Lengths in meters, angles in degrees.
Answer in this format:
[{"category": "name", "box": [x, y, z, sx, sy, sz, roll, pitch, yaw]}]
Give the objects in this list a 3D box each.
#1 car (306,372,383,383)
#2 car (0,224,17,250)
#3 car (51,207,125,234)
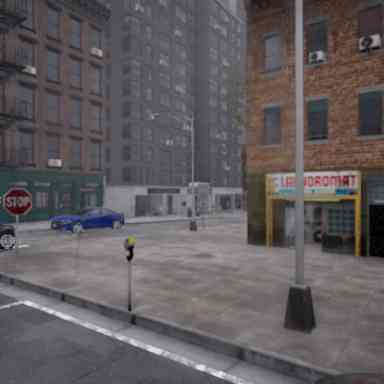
[{"category": "car", "box": [2.380, 1.559, 1.135, 4.403, 1.369, 2.008, 0, 0, 35]}, {"category": "car", "box": [-8.604, 1.540, 12.201, 1.837, 1.490, 4.892, -2, -2, 12]}, {"category": "car", "box": [-6.591, 1.740, 21.492, 1.882, 1.535, 5.008, 0, -1, 35]}]
